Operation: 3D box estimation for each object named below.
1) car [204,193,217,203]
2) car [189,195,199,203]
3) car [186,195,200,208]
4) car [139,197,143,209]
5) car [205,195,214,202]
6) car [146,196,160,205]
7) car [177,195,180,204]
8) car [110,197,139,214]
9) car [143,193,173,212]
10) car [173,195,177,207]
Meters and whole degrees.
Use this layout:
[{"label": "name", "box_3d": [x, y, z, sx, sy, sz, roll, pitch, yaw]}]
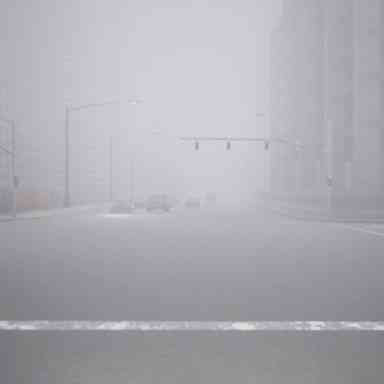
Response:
[{"label": "car", "box_3d": [3.777, 1.166, 65.019, 2.150, 2.045, 5.566, 0, 0, 1]}, {"label": "car", "box_3d": [0.404, 1.450, 72.033, 2.128, 1.511, 4.902, 0, 0, 1]}, {"label": "car", "box_3d": [0.114, 1.523, 47.872, 1.994, 1.385, 4.181, 0, 0, 1]}, {"label": "car", "box_3d": [-7.139, 1.440, 44.032, 1.882, 1.535, 5.008, 0, 0, 1]}, {"label": "car", "box_3d": [3.941, 1.351, 75.631, 1.837, 1.490, 4.892, 0, 0, 1]}, {"label": "car", "box_3d": [-6.875, 1.514, 59.145, 1.994, 1.385, 4.181, 0, 0, 1]}, {"label": "car", "box_3d": [-3.318, 1.299, 61.787, 2.097, 1.767, 4.553, 0, 0, 1]}, {"label": "car", "box_3d": [-7.261, 1.534, 35.207, 1.994, 1.385, 4.181, 0, 0, 1]}, {"label": "car", "box_3d": [-3.719, 1.189, 37.788, 2.150, 2.045, 5.566, 0, 0, 1]}, {"label": "car", "box_3d": [-3.573, 1.463, 47.730, 1.837, 1.490, 4.892, 0, 0, 1]}]
